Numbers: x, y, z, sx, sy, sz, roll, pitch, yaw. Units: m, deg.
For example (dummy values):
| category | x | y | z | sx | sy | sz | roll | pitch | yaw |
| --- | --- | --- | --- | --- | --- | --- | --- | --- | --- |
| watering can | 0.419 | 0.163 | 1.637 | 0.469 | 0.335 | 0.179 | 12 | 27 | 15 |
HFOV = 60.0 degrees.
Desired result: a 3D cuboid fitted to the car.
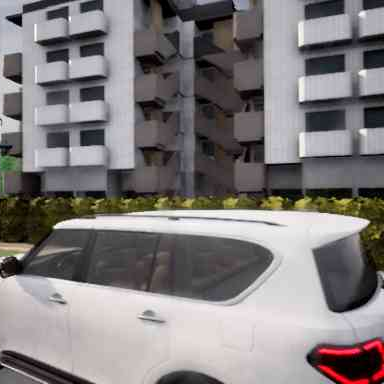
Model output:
| category | x | y | z | sx | sy | sz | roll | pitch | yaw |
| --- | --- | --- | --- | --- | --- | --- | --- | --- | --- |
| car | -0.650 | 1.237 | 4.014 | 5.566 | 2.045 | 2.150 | -1 | 0 | 32 |
